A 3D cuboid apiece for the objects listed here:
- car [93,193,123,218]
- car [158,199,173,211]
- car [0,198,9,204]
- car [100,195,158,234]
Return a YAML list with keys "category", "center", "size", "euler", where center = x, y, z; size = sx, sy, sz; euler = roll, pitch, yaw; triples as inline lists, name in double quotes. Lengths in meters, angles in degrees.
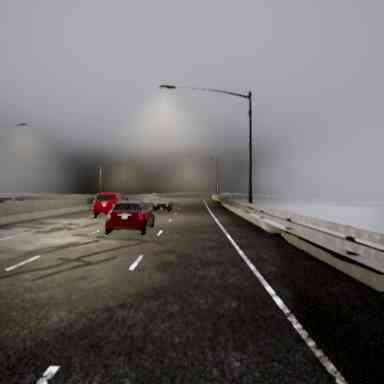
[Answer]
- category: "car"
  center: [-6.764, 1.092, 28.396]
  size: [2.150, 2.045, 5.566]
  euler: [0, 0, 1]
- category: "car"
  center: [-3.165, 1.431, 36.988]
  size: [1.895, 1.301, 4.718]
  euler: [0, 0, 1]
- category: "car"
  center: [-20.805, 1.394, 34.338]
  size: [1.837, 1.490, 4.892]
  euler: [0, 0, 1]
- category: "car"
  center: [-3.341, 1.267, 18.674]
  size: [2.097, 1.767, 4.553]
  euler: [0, 0, 0]
